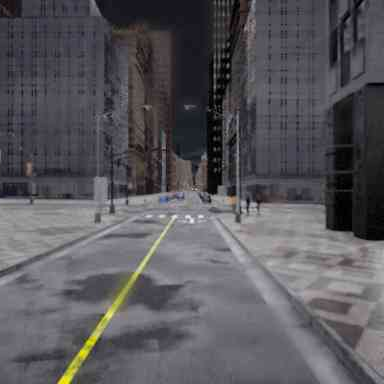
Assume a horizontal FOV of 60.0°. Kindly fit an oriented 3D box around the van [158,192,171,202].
[{"bbox_3d":[-5.639,1.054,65.308,1.690,1.788,3.998,0,0,0],"label":"van"}]

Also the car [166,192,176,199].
[{"bbox_3d":[-5.491,0.895,87.903,2.192,1.841,5.009,0,0,0],"label":"car"}]

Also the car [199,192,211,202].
[{"bbox_3d":[2.885,1.280,65.254,1.947,1.339,4.313,0,0,0],"label":"car"}]

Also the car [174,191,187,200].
[{"bbox_3d":[-2.695,1.113,79.159,1.882,1.535,5.008,0,0,0],"label":"car"}]

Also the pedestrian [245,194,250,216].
[{"bbox_3d":[4.632,1.053,27.770,0.375,1.860,0.375,0,0,0],"label":"pedestrian"}]

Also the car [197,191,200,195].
[{"bbox_3d":[3.070,1.089,93.499,1.887,1.381,4.507,0,0,0],"label":"car"}]

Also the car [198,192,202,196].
[{"bbox_3d":[2.996,1.198,82.202,1.802,1.307,4.206,0,0,0],"label":"car"}]

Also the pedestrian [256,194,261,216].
[{"bbox_3d":[5.632,1.078,28.370,0.375,1.860,0.375,0,0,0],"label":"pedestrian"}]

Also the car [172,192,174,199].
[{"bbox_3d":[-5.528,1.056,82.255,1.967,1.590,4.097,0,0,0],"label":"car"}]

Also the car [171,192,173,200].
[{"bbox_3d":[-5.603,1.264,70.958,1.802,1.307,4.206,0,0,0],"label":"car"}]

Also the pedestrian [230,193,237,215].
[{"bbox_3d":[3.632,1.034,28.970,0.375,1.860,0.375,0,0,0],"label":"pedestrian"}]
